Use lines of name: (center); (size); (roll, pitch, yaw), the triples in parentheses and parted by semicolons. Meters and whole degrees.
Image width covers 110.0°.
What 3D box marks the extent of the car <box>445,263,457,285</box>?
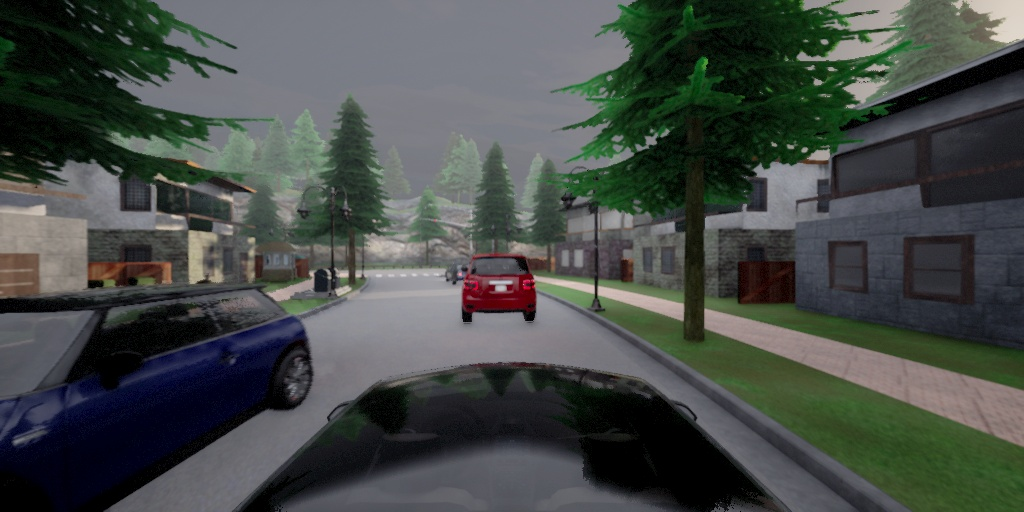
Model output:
car: (-3.515, 1.189, 25.225); (2.033, 1.411, 5.357); (0, 0, -18)

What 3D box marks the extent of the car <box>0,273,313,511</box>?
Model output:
car: (-3.855, 1.100, 3.092); (2.097, 1.767, 4.553); (0, 0, 1)

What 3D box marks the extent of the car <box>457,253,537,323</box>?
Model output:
car: (-0.540, 0.923, 12.146); (2.150, 2.045, 5.566); (0, 0, -5)
